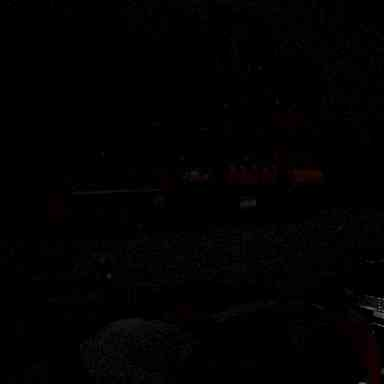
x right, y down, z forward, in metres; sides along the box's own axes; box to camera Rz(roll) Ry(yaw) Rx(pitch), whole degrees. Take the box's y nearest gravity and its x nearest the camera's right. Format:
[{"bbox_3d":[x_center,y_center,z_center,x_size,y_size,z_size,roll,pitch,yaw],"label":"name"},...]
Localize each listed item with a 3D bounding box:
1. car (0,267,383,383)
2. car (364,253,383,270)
[{"bbox_3d":[0.006,1.569,2.837,4.206,1.307,1.802,-1,-1,-35],"label":"car"},{"bbox_3d":[4.440,1.489,6.007,4.403,1.369,2.008,-1,-1,-35],"label":"car"}]
